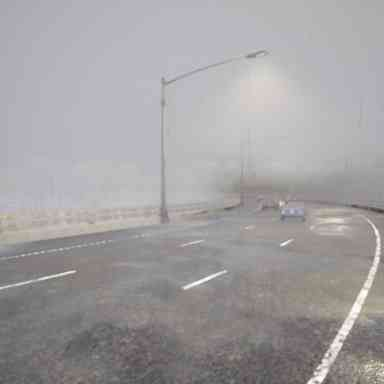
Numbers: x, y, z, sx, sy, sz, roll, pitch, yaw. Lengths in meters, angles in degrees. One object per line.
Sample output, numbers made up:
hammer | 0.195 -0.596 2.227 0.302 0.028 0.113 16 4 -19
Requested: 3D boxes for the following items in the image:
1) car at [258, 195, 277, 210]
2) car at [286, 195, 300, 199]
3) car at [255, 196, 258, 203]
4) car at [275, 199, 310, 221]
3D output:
car | 9.724 1.433 40.796 2.128 1.511 4.902 0 0 17
car | 16.029 1.276 52.761 2.097 1.767 4.553 0 0 10
car | 14.064 1.428 68.119 1.812 1.442 4.674 0 0 2
car | 8.292 1.509 26.521 2.033 1.411 5.357 0 0 24
